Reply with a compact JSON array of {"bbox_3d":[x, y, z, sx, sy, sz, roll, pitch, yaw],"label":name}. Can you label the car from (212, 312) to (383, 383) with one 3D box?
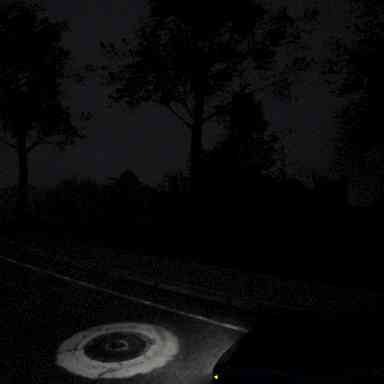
[{"bbox_3d":[2.712,1.555,2.128,5.357,1.411,2.033,0,0,35],"label":"car"}]
